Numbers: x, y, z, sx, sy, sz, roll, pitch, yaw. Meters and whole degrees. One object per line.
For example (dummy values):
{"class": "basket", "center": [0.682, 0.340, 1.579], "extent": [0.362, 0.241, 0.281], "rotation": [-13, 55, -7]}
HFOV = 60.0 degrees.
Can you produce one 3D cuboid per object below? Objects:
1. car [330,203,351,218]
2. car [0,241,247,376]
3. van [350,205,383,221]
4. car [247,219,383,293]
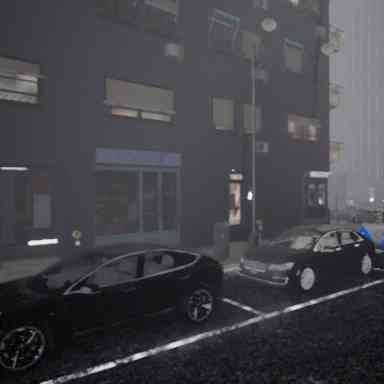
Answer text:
{"class": "car", "center": [12.795, 1.637, 28.617], "extent": [2.033, 1.411, 5.357], "rotation": [-1, 1, -35]}
{"class": "car", "center": [-1.375, 1.576, 5.592], "extent": [4.313, 1.339, 1.947], "rotation": [0, -1, -35]}
{"class": "van", "center": [7.749, 1.410, 12.096], "extent": [3.998, 1.788, 1.690], "rotation": [0, -1, -35]}
{"class": "car", "center": [3.188, 1.590, 8.843], "extent": [4.403, 1.369, 2.008], "rotation": [0, -1, -35]}
